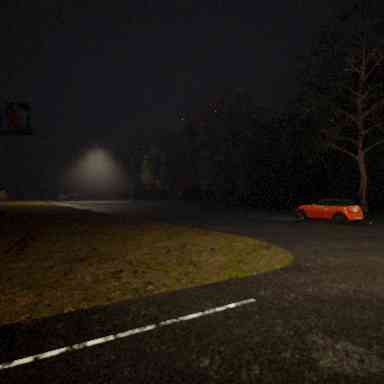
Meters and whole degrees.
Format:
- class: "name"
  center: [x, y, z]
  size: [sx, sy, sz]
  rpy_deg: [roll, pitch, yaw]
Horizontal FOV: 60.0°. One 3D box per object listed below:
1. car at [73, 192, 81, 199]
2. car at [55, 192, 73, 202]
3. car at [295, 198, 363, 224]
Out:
- class: "car"
  center: [-28.675, 0.828, 80.800]
  size: [2.097, 1.767, 4.553]
  rpy_deg: [0, 0, -34]
- class: "car"
  center: [-24.599, 1.131, 62.920]
  size: [2.033, 1.411, 5.357]
  rpy_deg: [0, 0, -31]
- class: "car"
  center: [9.753, 1.260, 24.052]
  size: [2.097, 1.767, 4.553]
  rpy_deg: [0, 0, -34]
